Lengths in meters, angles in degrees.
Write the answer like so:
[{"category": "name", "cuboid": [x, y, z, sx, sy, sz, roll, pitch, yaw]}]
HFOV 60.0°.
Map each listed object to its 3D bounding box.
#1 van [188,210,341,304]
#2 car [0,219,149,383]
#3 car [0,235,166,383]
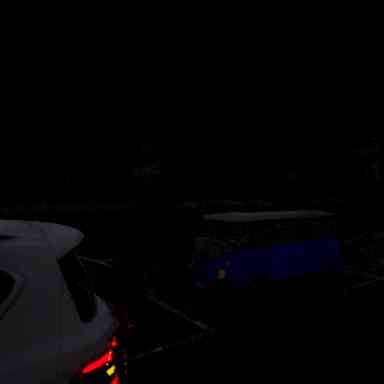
[{"category": "van", "cuboid": [1.814, 1.340, 7.848, 3.998, 1.788, 1.690, 0, 0, -36]}, {"category": "car", "cuboid": [-2.986, 1.221, 1.236, 5.566, 2.045, 2.150, 0, 0, -36]}, {"category": "car", "cuboid": [-2.782, 1.544, 4.549, 4.507, 1.381, 1.887, 0, 0, -36]}]
